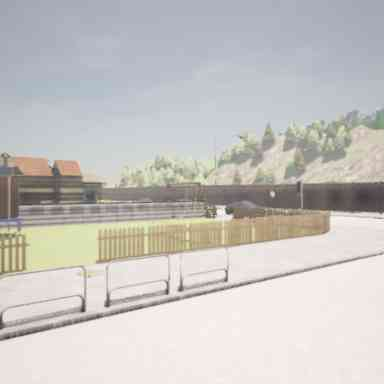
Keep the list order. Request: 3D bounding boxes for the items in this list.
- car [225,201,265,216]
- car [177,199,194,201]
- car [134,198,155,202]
[{"bbox_3d":[5.091,1.556,32.150,1.994,1.385,4.181,0,0,-35],"label":"car"},{"bbox_3d":[-0.667,1.540,40.227,2.033,1.411,5.357,0,0,-35],"label":"car"},{"bbox_3d":[-6.661,1.592,48.672,1.895,1.301,4.718,0,0,-35],"label":"car"}]
